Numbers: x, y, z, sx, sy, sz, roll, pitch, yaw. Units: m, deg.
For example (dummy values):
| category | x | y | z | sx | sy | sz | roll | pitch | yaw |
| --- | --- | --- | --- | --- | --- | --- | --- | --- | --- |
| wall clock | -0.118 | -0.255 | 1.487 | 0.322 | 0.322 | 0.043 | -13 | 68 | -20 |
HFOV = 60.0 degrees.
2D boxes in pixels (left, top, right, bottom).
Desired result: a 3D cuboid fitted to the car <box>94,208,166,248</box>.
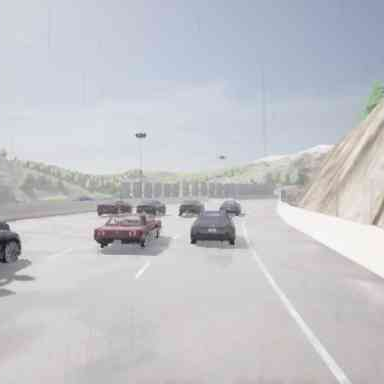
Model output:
| category | x | y | z | sx | sy | sz | roll | pitch | yaw |
| --- | --- | --- | --- | --- | --- | --- | --- | --- | --- |
| car | -2.603 | 1.591 | 14.732 | 1.895 | 1.301 | 4.718 | 0 | 0 | 5 |

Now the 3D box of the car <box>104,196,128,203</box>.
| category | x | y | z | sx | sy | sz | roll | pitch | yaw |
| --- | --- | --- | --- | --- | --- | --- | --- | --- | --- |
| car | -15.367 | 1.485 | 67.390 | 2.033 | 1.411 | 5.357 | 0 | 0 | 21 |

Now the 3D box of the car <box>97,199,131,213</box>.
| category | x | y | z | sx | sy | sz | roll | pitch | yaw |
| --- | --- | --- | --- | --- | --- | --- | --- | --- | --- |
| car | -7.226 | 1.452 | 31.608 | 1.882 | 1.535 | 5.008 | 0 | 0 | 11 |

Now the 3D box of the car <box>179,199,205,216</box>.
| category | x | y | z | sx | sy | sz | roll | pitch | yaw |
| --- | --- | --- | --- | --- | --- | --- | --- | --- | --- |
| car | 0.032 | 1.497 | 32.265 | 1.837 | 1.490 | 4.892 | 0 | 0 | 11 |

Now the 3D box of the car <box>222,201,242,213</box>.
| category | x | y | z | sx | sy | sz | roll | pitch | yaw |
| --- | --- | --- | --- | --- | --- | --- | --- | --- | --- |
| car | 3.951 | 1.564 | 33.845 | 1.994 | 1.385 | 4.181 | 0 | 0 | 12 |

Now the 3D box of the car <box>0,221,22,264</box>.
| category | x | y | z | sx | sy | sz | roll | pitch | yaw |
| --- | --- | --- | --- | --- | --- | --- | --- | --- | --- |
| car | -6.538 | 1.474 | 8.875 | 2.128 | 1.511 | 4.902 | 0 | 0 | 3 |

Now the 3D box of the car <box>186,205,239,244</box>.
| category | x | y | z | sx | sy | sz | roll | pitch | yaw |
| --- | --- | --- | --- | --- | --- | --- | --- | --- | --- |
| car | 1.056 | 1.562 | 15.878 | 1.994 | 1.385 | 4.181 | 0 | 0 | 6 |

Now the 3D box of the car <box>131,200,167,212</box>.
| category | x | y | z | sx | sy | sz | roll | pitch | yaw |
| --- | --- | --- | --- | --- | --- | --- | --- | --- | --- |
| car | -3.751 | 1.488 | 31.166 | 1.837 | 1.490 | 4.892 | 0 | 0 | 11 |
